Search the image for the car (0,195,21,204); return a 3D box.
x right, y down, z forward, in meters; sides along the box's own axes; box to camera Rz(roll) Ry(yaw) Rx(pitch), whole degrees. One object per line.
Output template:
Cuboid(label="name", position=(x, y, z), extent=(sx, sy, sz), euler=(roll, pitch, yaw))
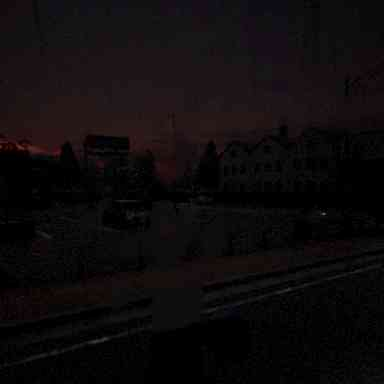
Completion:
Cuboid(label="car", position=(-37.411, 1.477, 67.367), extent=(4.611, 1.667, 2.242), euler=(0, 0, -36))

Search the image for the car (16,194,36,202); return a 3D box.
Cuboid(label="car", position=(-37.169, 1.299, 74.495), extent=(3.866, 1.878, 1.905), euler=(0, 0, -36))

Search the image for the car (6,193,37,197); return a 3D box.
Cuboid(label="car", position=(-16.212, 1.102, 31.058), extent=(1.932, 1.855, 4.605), euler=(0, 0, -36))

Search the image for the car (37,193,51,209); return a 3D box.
Cuboid(label="car", position=(-18.107, 1.073, 39.372), extent=(1.905, 1.878, 3.866), euler=(0, 0, -36))

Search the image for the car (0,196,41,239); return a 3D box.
Cuboid(label="car", position=(-8.669, 1.166, 15.085), extent=(2.152, 1.636, 5.027), euler=(0, 0, -36))

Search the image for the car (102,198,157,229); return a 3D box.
Cuboid(label="car", position=(-3.633, 1.228, 19.076), extent=(1.970, 1.475, 3.806), euler=(0, 0, -36))

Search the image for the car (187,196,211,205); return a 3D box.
Cuboid(label="car", position=(1.109, 1.272, 51.390), extent=(1.812, 1.442, 4.674), euler=(0, 0, -35))

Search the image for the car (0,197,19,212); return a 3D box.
Cuboid(label="car", position=(-21.168, 1.366, 37.939), extent=(1.970, 1.475, 3.806), euler=(0, 0, -36))

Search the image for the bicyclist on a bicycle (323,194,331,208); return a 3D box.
Cuboid(label="bicyclist on a bicycle", position=(15.385, 1.036, 37.978), extent=(1.656, 1.620, 0.582), euler=(-1, 0, -35))

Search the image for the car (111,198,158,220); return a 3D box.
Cuboid(label="car", position=(-4.746, 1.284, 26.942), extent=(2.007, 1.523, 4.514), euler=(0, 0, -36))
